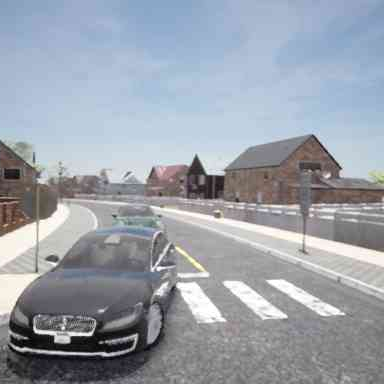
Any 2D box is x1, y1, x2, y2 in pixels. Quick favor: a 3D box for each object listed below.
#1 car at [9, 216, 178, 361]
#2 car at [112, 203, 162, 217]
[{"bbox_3d":[-1.346,1.459,6.245,1.837,1.490,4.892,2,0,3],"label":"car"},{"bbox_3d":[-2.525,1.334,15.076,2.097,1.767,4.553,1,0,-15],"label":"car"}]
